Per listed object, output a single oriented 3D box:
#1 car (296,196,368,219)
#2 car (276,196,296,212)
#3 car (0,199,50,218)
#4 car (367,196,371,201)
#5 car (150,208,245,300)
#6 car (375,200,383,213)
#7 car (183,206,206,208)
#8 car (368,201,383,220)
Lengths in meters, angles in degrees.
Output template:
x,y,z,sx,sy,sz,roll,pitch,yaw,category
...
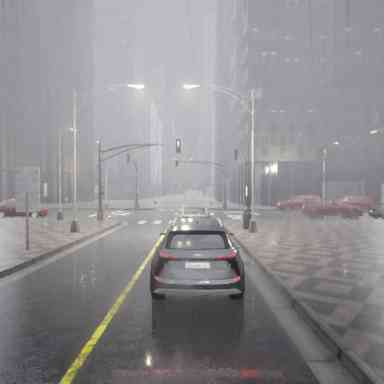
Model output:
x,y,z,sx,sy,sz,roll,pitch,yaw,category
12.177,1.463,29.179,5.009,1.841,2.192,0,1,0,car
12.179,1.325,37.703,5.009,1.841,2.192,0,1,0,car
-14.864,1.567,29.152,4.507,1.381,1.887,0,1,0,car
17.822,1.353,37.709,5.009,1.841,2.192,0,1,0,car
0.124,1.428,8.407,2.033,1.649,4.856,0,0,1,car
23.463,1.634,37.718,4.313,1.339,1.947,0,1,0,car
0.129,1.507,17.493,1.837,1.490,4.892,0,0,0,car
17.820,1.742,29.188,4.313,1.339,1.947,0,1,0,car
